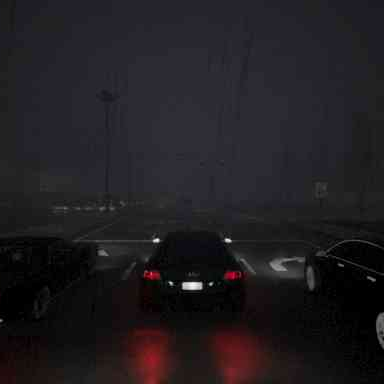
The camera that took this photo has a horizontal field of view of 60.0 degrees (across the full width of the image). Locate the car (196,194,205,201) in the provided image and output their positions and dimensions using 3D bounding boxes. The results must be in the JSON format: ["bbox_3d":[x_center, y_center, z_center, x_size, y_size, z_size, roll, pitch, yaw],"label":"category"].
[{"bbox_3d":[2.194,1.350,86.719,2.097,1.767,4.553,0,0,0],"label":"car"}]

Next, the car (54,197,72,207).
[{"bbox_3d":[-19.970,1.526,52.354,1.812,1.442,4.674,0,0,2],"label":"car"}]

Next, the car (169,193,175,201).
[{"bbox_3d":[-4.805,1.220,86.402,2.150,2.045,5.566,0,0,0],"label":"car"}]

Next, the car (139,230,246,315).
[{"bbox_3d":[0.006,1.564,7.659,1.994,1.385,4.181,0,0,0],"label":"car"}]

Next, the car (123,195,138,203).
[{"bbox_3d":[-12.804,1.499,67.702,1.837,1.490,4.892,0,1,0],"label":"car"}]

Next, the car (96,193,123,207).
[{"bbox_3d":[-12.882,1.221,52.253,2.150,2.045,5.566,0,0,0],"label":"car"}]

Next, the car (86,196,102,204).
[{"bbox_3d":[-19.802,1.500,67.244,1.837,1.490,4.892,0,0,0],"label":"car"}]

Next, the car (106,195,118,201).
[{"bbox_3d":[-19.805,1.474,82.374,1.882,1.535,5.008,0,0,0],"label":"car"}]

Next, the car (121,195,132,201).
[{"bbox_3d":[-16.305,1.499,82.566,1.837,1.490,4.892,0,0,0],"label":"car"}]

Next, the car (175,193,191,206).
[{"bbox_3d":[-1.299,1.352,55.393,2.097,1.767,4.553,0,0,0],"label":"car"}]

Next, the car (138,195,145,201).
[{"bbox_3d":[-12.805,1.498,82.679,1.837,1.490,4.892,0,0,0],"label":"car"}]

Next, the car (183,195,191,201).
[{"bbox_3d":[-1.306,1.521,86.765,2.128,1.511,4.902,0,0,0],"label":"car"}]

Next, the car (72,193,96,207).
[{"bbox_3d":[-16.395,1.221,52.293,2.150,2.045,5.566,0,0,0],"label":"car"}]

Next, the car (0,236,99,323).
[{"bbox_3d":[-3.495,1.601,7.158,1.895,1.301,4.718,0,0,0],"label":"car"}]

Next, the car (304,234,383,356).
[{"bbox_3d":[3.503,1.505,5.836,1.837,1.490,4.892,0,0,0],"label":"car"}]
